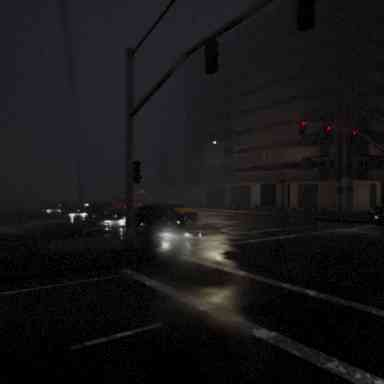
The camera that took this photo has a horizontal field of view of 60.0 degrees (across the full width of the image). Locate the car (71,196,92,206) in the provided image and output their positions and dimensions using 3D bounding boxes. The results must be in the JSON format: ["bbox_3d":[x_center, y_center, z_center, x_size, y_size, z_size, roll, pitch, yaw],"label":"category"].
[{"bbox_3d":[-19.582,1.543,58.615,2.128,1.511,4.902,0,0,-35],"label":"car"}]

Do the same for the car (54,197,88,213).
[{"bbox_3d":[-13.707,1.601,37.926,2.033,1.411,5.357,0,0,-35],"label":"car"}]

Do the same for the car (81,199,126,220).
[{"bbox_3d":[-7.853,1.601,29.662,2.033,1.411,5.357,0,0,-35],"label":"car"}]

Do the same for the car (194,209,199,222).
[{"bbox_3d":[-1.443,1.530,26.679,1.882,1.535,5.008,0,0,-35],"label":"car"}]

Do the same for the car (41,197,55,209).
[{"bbox_3d":[-19.750,1.531,46.503,1.882,1.535,5.008,0,0,-35],"label":"car"}]

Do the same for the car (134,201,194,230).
[{"bbox_3d":[-2.215,1.558,21.721,1.837,1.490,4.892,0,0,-35],"label":"car"}]

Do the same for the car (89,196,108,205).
[{"bbox_3d":[-17.415,1.529,61.608,1.882,1.535,5.008,0,0,-35],"label":"car"}]

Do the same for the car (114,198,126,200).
[{"bbox_3d":[-6.813,1.405,34.245,2.097,1.767,4.553,0,0,-35],"label":"car"}]

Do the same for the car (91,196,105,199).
[{"bbox_3d":[-12.893,1.600,42.826,2.033,1.411,5.357,0,0,-35],"label":"car"}]

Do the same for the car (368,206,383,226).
[{"bbox_3d":[14.302,1.245,21.395,5.566,2.045,2.150,0,1,-10],"label":"car"}]
